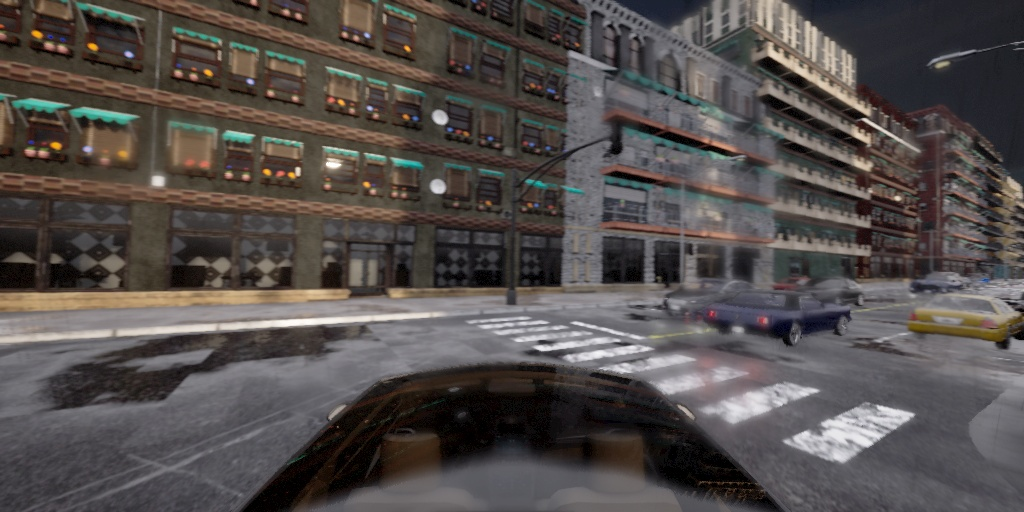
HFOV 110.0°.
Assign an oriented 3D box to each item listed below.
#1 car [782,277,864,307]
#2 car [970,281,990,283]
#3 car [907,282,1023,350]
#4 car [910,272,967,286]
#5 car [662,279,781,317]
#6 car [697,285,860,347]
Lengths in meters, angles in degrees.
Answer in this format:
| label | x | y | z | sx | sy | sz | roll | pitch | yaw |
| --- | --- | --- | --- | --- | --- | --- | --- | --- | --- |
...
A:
| label | x | y | z | sx | sy | sz | roll | pitch | yaw |
| --- | --- | --- | --- | --- | --- | --- | --- | --- | --- |
| car | 16.732 | 1.903 | 19.008 | 4.892 | 1.490 | 1.837 | 2 | -2 | -29 |
| car | 17.603 | 1.824 | 12.828 | 4.403 | 1.370 | 2.007 | 0 | 0 | -30 |
| car | 13.032 | 1.661 | 10.218 | 4.829 | 1.417 | 1.751 | 0 | 0 | -30 |
| car | 34.228 | 2.265 | 28.929 | 4.553 | 1.767 | 2.097 | 2 | -1 | -29 |
| car | 7.971 | 1.634 | 14.008 | 4.902 | 1.511 | 2.128 | 2 | -1 | -30 |
| car | 7.719 | 1.656 | 10.294 | 4.718 | 1.301 | 1.895 | 2 | -1 | -30 |
